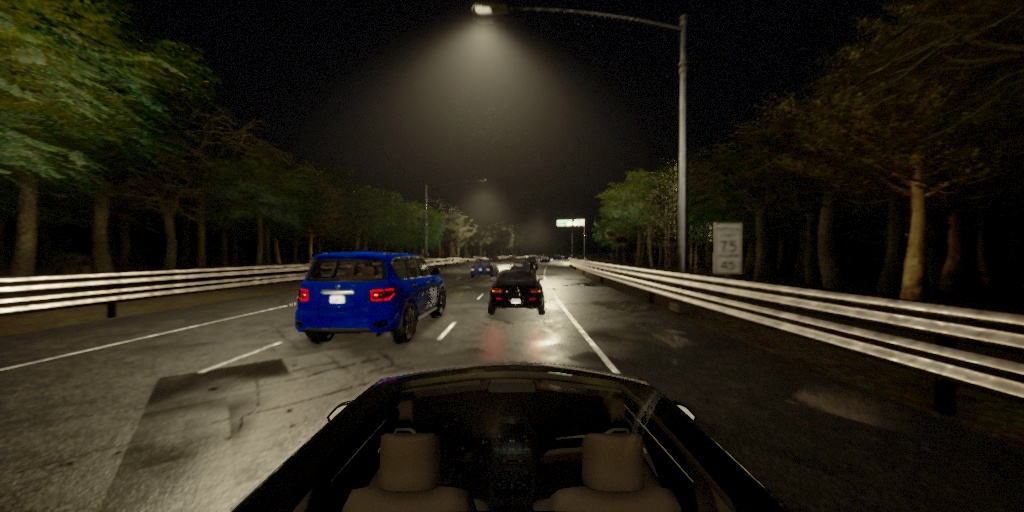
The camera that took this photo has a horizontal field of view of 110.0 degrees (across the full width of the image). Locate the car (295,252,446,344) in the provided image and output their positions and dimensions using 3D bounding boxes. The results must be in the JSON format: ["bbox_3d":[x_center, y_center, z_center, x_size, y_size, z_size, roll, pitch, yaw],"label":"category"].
[{"bbox_3d":[-3.299,0.911,9.562,2.150,2.045,5.566,0,0,1],"label":"car"}]

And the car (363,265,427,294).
[{"bbox_3d":[-6.442,1.211,20.344,1.895,1.301,4.718,0,0,3],"label":"car"}]

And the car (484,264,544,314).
[{"bbox_3d":[0.188,1.199,13.188,1.812,1.442,4.674,0,0,2],"label":"car"}]

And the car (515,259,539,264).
[{"bbox_3d":[0.753,1.153,25.787,1.994,1.385,4.181,0,0,4],"label":"car"}]

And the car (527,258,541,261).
[{"bbox_3d":[2.333,0.991,44.422,1.812,1.442,4.674,0,0,6],"label":"car"}]

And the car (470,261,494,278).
[{"bbox_3d":[-2.318,1.096,30.811,2.033,1.411,5.357,0,0,4],"label":"car"}]
